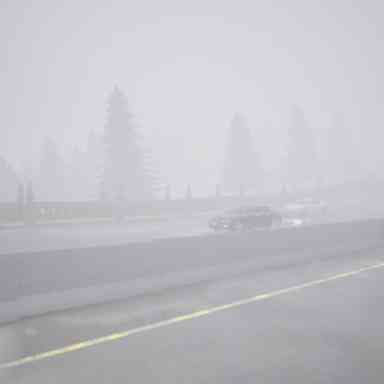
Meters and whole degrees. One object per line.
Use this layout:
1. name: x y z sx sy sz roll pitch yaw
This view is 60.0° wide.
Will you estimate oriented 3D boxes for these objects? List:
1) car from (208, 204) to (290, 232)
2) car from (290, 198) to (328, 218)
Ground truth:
1. car: 3.154 1.470 19.136 4.892 1.490 1.837 0 0 -35
2. car: 9.584 1.291 28.019 4.674 1.442 1.812 -3 2 -35
